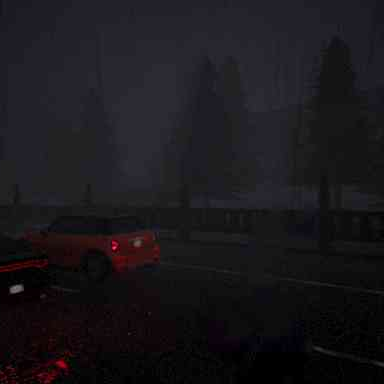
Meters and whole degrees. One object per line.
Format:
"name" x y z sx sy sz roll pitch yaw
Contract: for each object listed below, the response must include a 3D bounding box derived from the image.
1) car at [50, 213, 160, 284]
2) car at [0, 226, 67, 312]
"car" -3.257 1.405 9.923 4.553 1.767 2.097 -1 0 31
"car" -5.140 1.541 7.004 5.008 1.535 1.882 -1 0 31
